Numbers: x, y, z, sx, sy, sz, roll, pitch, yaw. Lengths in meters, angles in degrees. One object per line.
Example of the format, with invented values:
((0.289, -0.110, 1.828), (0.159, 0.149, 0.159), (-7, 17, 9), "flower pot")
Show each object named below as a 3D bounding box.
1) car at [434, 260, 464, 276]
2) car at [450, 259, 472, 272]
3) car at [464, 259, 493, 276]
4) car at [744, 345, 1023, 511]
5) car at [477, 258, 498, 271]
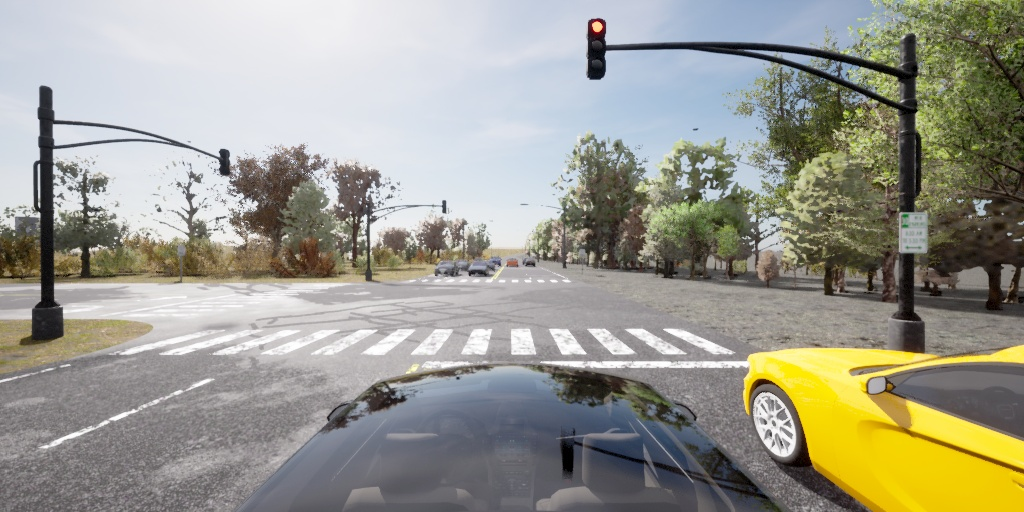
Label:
((-6.586, 1.242, 36.465), (2.128, 1.511, 4.902), (0, 0, 0), "car")
((-6.580, 1.239, 46.946), (2.128, 1.511, 4.902), (0, 0, 0), "car")
((-3.338, 1.297, 36.687), (2.033, 1.411, 5.357), (0, 0, 0), "car")
((3.363, 1.195, 1.746), (1.882, 1.535, 5.008), (0, 1, 0), "car")
((-3.329, 1.313, 48.132), (1.994, 1.385, 4.181), (0, 0, 0), "car")
